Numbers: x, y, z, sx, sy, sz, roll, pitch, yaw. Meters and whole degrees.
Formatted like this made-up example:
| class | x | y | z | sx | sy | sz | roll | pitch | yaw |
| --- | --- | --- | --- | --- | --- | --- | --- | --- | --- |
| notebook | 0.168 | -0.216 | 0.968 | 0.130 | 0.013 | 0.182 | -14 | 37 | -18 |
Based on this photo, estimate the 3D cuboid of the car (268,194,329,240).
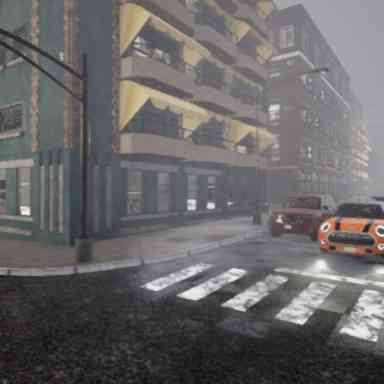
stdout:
| class | x | y | z | sx | sy | sz | roll | pitch | yaw |
| --- | --- | --- | --- | --- | --- | --- | --- | --- | --- |
| car | 5.234 | 1.034 | 15.193 | 2.192 | 1.841 | 5.009 | 2 | 2 | 35 |

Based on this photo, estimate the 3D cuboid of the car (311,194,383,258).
| class | x | y | z | sx | sy | sz | roll | pitch | yaw |
| --- | --- | --- | --- | --- | --- | --- | --- | --- | --- |
| car | 6.050 | 1.123 | 11.876 | 2.097 | 1.767 | 4.553 | 1 | 1 | 35 |

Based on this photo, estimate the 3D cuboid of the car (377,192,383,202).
| class | x | y | z | sx | sy | sz | roll | pitch | yaw |
| --- | --- | --- | --- | --- | --- | --- | --- | --- | --- |
| car | 27.642 | 0.726 | 47.109 | 1.947 | 1.339 | 4.313 | 2 | 2 | 35 |

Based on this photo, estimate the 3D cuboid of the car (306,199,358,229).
| class | x | y | z | sx | sy | sz | roll | pitch | yaw |
| --- | --- | --- | --- | --- | --- | --- | --- | --- | --- |
| car | 8.433 | 1.183 | 19.758 | 1.887 | 1.381 | 4.507 | 2 | 2 | 35 |

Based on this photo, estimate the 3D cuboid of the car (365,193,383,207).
| class | x | y | z | sx | sy | sz | roll | pitch | yaw |
| --- | --- | --- | --- | --- | --- | --- | --- | --- | --- |
| car | 21.239 | 0.885 | 37.992 | 1.947 | 1.339 | 4.313 | 2 | 2 | 35 |

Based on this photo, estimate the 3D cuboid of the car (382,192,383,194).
| class | x | y | z | sx | sy | sz | roll | pitch | yaw |
| --- | --- | --- | --- | --- | --- | --- | --- | --- | --- |
| car | 11.124 | 0.996 | 19.102 | 2.097 | 1.767 | 4.553 | 1 | 1 | 35 |
